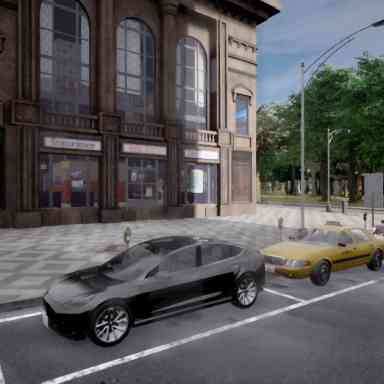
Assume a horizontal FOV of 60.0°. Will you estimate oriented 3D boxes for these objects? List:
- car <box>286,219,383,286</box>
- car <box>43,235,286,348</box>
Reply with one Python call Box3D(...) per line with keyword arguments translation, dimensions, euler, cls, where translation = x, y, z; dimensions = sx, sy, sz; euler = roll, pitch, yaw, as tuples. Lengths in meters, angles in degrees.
Box3D(translation=(3.829, 1.526, 9.384), dimensions=(4.829, 1.417, 1.752), euler=(0, 0, -36), cls="car")
Box3D(translation=(-0.459, 1.566, 6.324), dimensions=(4.313, 1.339, 1.947), euler=(0, 0, -36), cls="car")
